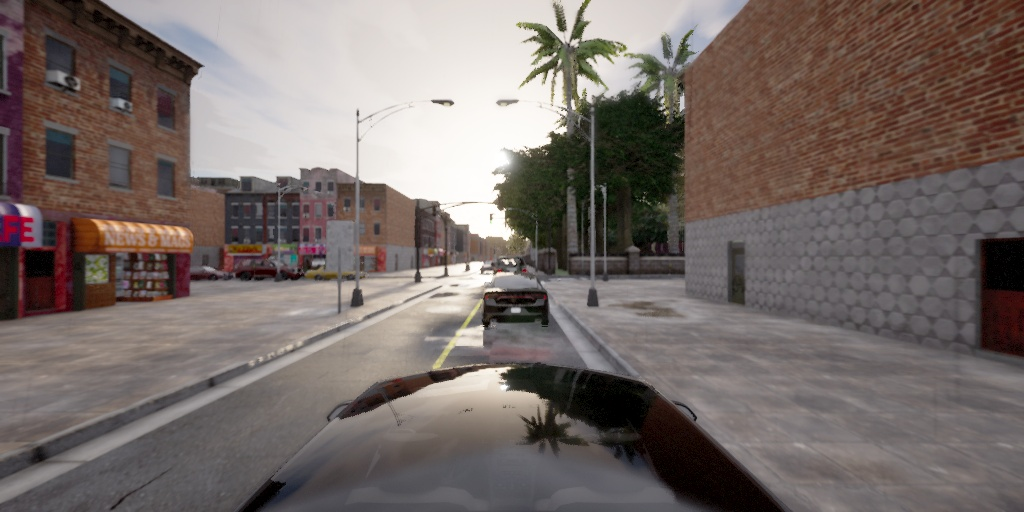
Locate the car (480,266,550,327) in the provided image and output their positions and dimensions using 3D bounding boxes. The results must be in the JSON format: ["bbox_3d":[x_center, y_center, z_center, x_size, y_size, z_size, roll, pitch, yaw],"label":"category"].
[{"bbox_3d":[0.100,1.249,11.667,1.882,1.535,5.008,0,0,0],"label":"car"}]

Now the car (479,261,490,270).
[{"bbox_3d":[-2.849,1.390,44.604,1.812,1.442,4.674,0,0,0],"label":"car"}]

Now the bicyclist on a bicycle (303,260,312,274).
[{"bbox_3d":[-20.137,1.182,35.380,0.582,1.620,1.656,0,0,0],"label":"bicyclist on a bicycle"}]

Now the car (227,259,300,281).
[{"bbox_3d":[-20.055,1.175,29.732,5.009,1.841,2.192,0,0,0],"label":"car"}]

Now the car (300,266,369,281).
[{"bbox_3d":[-14.434,1.372,29.737,4.829,1.417,1.751,0,0,0],"label":"car"}]

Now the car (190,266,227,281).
[{"bbox_3d":[-25.508,1.457,29.726,4.207,1.307,1.802,0,0,0],"label":"car"}]

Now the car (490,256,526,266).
[{"bbox_3d":[-0.199,1.025,23.691,2.150,2.045,5.566,0,0,-4],"label":"car"}]
